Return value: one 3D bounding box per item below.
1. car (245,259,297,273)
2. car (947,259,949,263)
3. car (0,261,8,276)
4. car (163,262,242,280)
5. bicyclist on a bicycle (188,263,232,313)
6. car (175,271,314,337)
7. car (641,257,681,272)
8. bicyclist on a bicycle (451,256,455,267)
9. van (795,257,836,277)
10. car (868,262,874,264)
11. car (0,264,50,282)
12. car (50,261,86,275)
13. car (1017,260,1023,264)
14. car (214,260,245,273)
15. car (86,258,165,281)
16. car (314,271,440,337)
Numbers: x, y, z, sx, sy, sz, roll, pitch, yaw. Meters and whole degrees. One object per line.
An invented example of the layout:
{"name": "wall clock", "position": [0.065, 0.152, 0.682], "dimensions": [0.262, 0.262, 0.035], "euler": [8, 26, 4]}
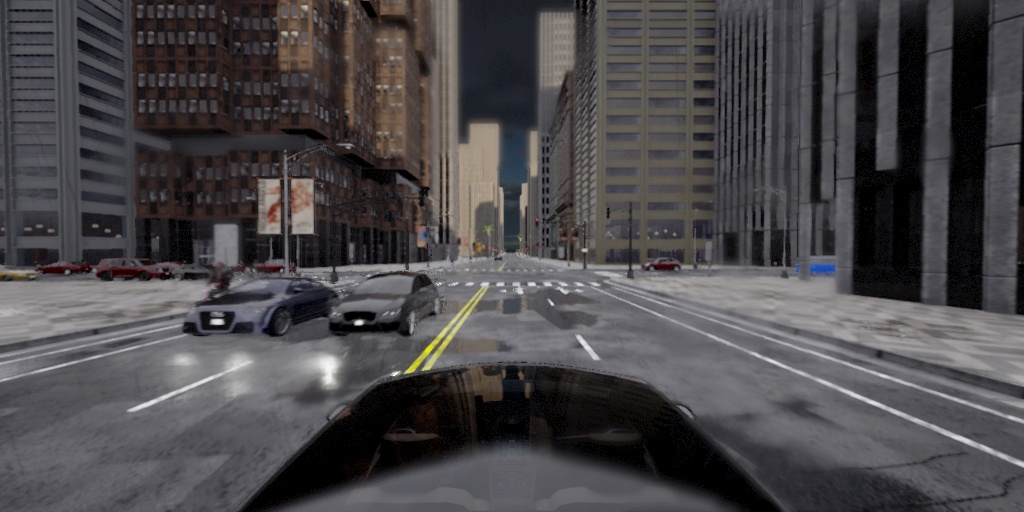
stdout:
{"name": "car", "position": [-24.738, 1.049, 37.291], "dimensions": [4.097, 1.591, 1.967], "euler": [0, 0, 0]}
{"name": "car", "position": [49.313, 1.007, 40.253], "dimensions": [4.507, 1.381, 1.888], "euler": [0, 0, 0]}
{"name": "car", "position": [-52.390, 1.240, 34.523], "dimensions": [5.008, 1.535, 1.882], "euler": [0, 1, 1]}
{"name": "car", "position": [-24.733, 1.333, 28.767], "dimensions": [4.313, 1.339, 1.948], "euler": [0, 0, 0]}
{"name": "bicyclist on a bicycle", "position": [-8.752, 1.083, 10.586], "dimensions": [0.659, 1.776, 1.843], "euler": [0, 0, 0]}
{"name": "car", "position": [-6.583, 1.279, 10.000], "dimensions": [1.994, 1.385, 4.181], "euler": [0, 0, 0]}
{"name": "car", "position": [16.671, 0.928, 40.427], "dimensions": [4.097, 1.591, 1.967], "euler": [0, 0, 0]}
{"name": "bicyclist on a bicycle", "position": [-8.762, 0.895, 52.611], "dimensions": [0.659, 1.776, 1.843], "euler": [0, 0, 0]}
{"name": "van", "position": [27.510, 0.975, 31.845], "dimensions": [3.998, 1.789, 1.690], "euler": [0, 0, 0]}
{"name": "car", "position": [32.951, 1.210, 31.816], "dimensions": [4.207, 1.307, 1.802], "euler": [0, 0, 0]}
{"name": "car", "position": [-40.841, 1.351, 28.754], "dimensions": [4.829, 1.417, 1.751], "euler": [0, 0, 0]}
{"name": "car", "position": [-46.437, 1.233, 37.273], "dimensions": [4.507, 1.381, 1.888], "euler": [0, 0, 0]}
{"name": "car", "position": [43.831, 1.058, 31.758], "dimensions": [4.097, 1.591, 1.967], "euler": [0, 0, 0]}
{"name": "car", "position": [-30.163, 1.068, 37.287], "dimensions": [4.097, 1.591, 1.967], "euler": [0, 0, 0]}
{"name": "car", "position": [-30.159, 1.102, 28.763], "dimensions": [5.009, 1.841, 2.192], "euler": [0, 0, 0]}
{"name": "car", "position": [-3.333, 1.220, 10.255], "dimensions": [1.837, 1.490, 4.892], "euler": [0, 0, 0]}
